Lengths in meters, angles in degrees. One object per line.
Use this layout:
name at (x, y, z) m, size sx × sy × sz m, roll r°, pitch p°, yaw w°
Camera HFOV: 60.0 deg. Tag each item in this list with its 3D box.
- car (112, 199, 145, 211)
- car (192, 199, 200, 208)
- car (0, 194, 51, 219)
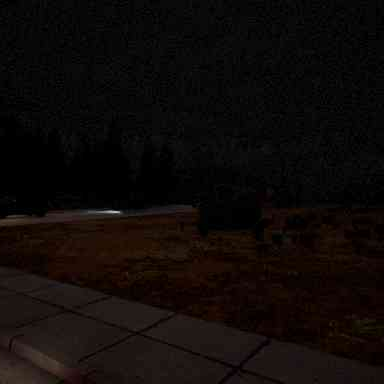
car at (-7.677, 1.591, 40.382) m, size 1.994 × 1.385 × 4.181 m, roll 0°, pitch 0°, yaw 36°
car at (1.880, 1.591, 47.269) m, size 1.994 × 1.385 × 4.181 m, roll 0°, pitch 0°, yaw 39°
car at (-15.536, 1.248, 29.740) m, size 2.150 × 2.045 × 5.566 m, roll 0°, pitch 0°, yaw 36°
